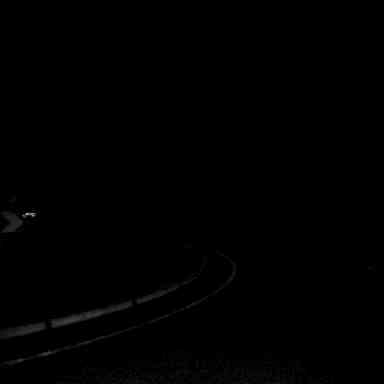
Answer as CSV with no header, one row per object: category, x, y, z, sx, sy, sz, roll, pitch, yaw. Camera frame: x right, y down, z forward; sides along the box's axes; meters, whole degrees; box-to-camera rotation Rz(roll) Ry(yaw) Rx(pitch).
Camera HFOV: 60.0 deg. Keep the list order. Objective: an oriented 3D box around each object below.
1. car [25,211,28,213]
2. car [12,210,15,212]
car,-31.102,3.353,64.400,2.128,1.511,4.902,2,-3,-21
car,-37.262,2.876,62.989,5.566,2.045,2.435,2,-3,-21
